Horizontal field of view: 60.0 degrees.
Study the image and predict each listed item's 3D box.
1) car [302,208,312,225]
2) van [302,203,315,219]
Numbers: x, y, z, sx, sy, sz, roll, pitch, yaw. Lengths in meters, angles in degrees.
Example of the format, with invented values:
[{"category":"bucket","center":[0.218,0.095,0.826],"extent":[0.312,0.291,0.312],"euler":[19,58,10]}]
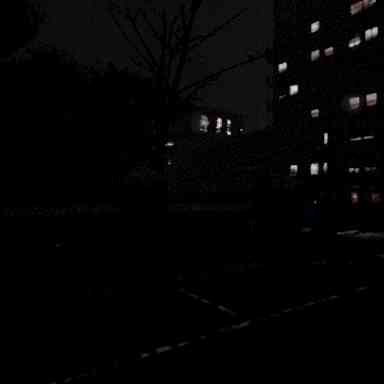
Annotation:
[{"category":"car","center":[6.694,2.075,26.376],"extent":[1.895,1.301,4.718],"euler":[0,-1,-36]},{"category":"van","center":[9.741,1.897,32.011],"extent":[1.690,1.788,3.998],"euler":[-1,0,-36]}]
